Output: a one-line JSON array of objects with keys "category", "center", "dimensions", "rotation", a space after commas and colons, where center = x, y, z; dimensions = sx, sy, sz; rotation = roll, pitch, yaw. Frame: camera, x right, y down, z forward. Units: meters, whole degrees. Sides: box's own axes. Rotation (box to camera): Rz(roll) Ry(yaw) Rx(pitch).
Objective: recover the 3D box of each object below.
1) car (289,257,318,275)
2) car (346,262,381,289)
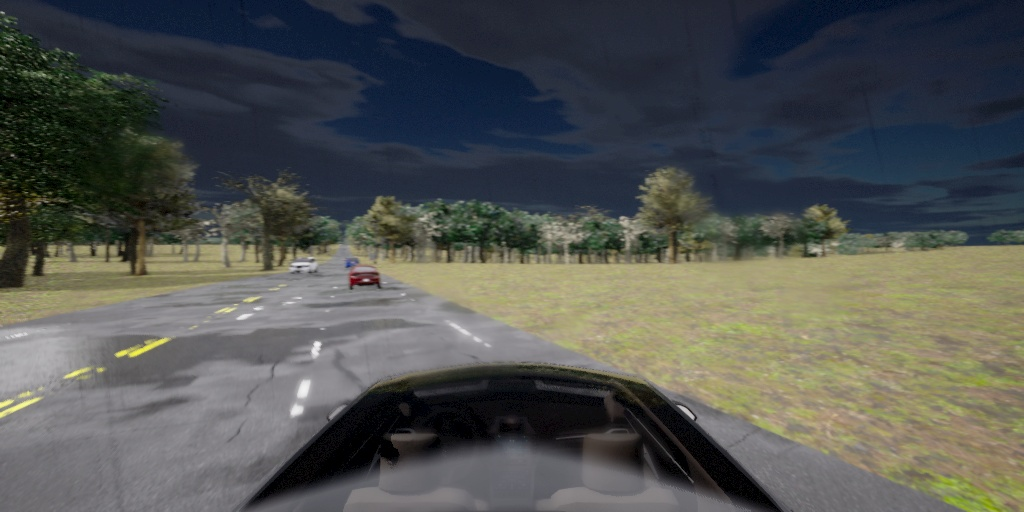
[{"category": "car", "center": [-25.607, 1.202, 44.269], "dimensions": [2.150, 2.045, 5.566], "rotation": [0, 0, -18]}, {"category": "car", "center": [-10.146, 1.374, 24.607], "dimensions": [1.882, 1.535, 5.008], "rotation": [0, 0, -25]}]
